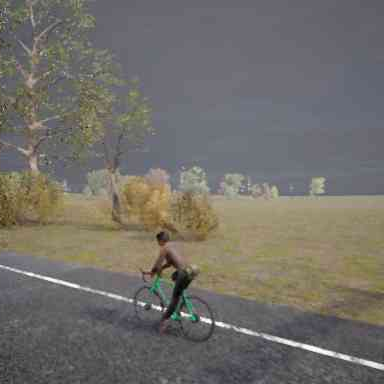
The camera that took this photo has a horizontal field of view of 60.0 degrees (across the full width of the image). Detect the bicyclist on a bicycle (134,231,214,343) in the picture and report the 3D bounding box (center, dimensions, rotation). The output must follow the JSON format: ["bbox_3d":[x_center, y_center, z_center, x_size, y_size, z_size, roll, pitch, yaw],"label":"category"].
[{"bbox_3d":[-0.344,1.465,5.302,1.656,1.620,0.582,-1,0,36],"label":"bicyclist on a bicycle"}]
